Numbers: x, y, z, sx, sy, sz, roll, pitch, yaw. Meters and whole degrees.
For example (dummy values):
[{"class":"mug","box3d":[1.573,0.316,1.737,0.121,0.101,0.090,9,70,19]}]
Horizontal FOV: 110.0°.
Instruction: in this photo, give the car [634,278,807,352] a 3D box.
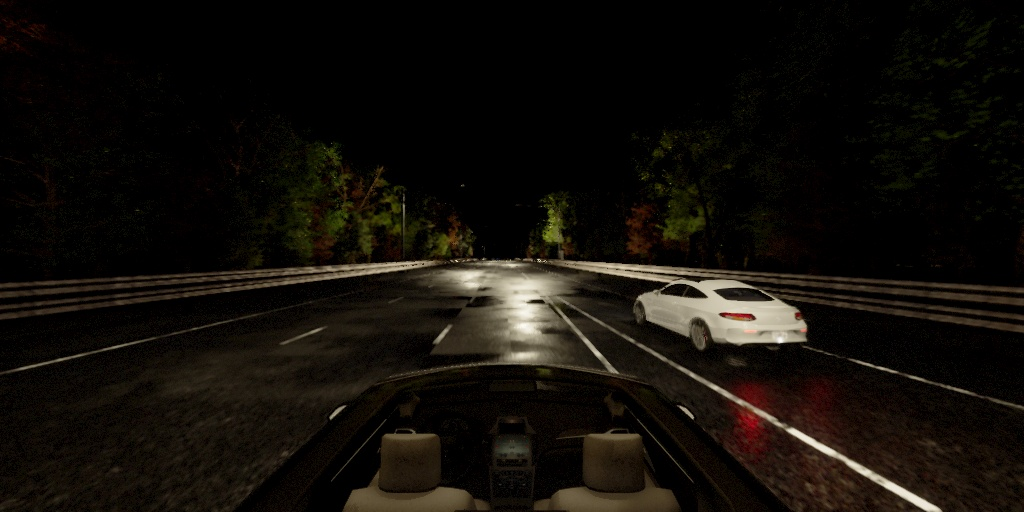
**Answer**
[{"class":"car","box3d":[4.679,1.271,8.800,1.812,1.442,4.674,0,0,-4]}]
